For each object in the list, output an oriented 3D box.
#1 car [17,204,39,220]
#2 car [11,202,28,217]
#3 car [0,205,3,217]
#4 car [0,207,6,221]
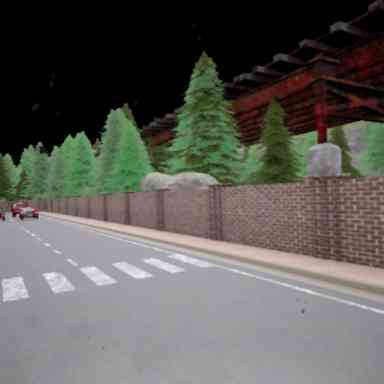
[{"bbox_3d":[-20.046,2.629,40.848,1.812,1.442,4.674,-2,0,-31],"label":"car"},{"bbox_3d":[-25.334,2.599,49.292,2.150,2.045,5.566,-2,0,-32],"label":"car"},{"bbox_3d":[-30.083,2.932,50.503,2.097,1.767,4.553,-2,0,-32],"label":"car"},{"bbox_3d":[-23.900,2.609,40.502,2.097,1.767,4.553,-2,-1,-32],"label":"car"}]
